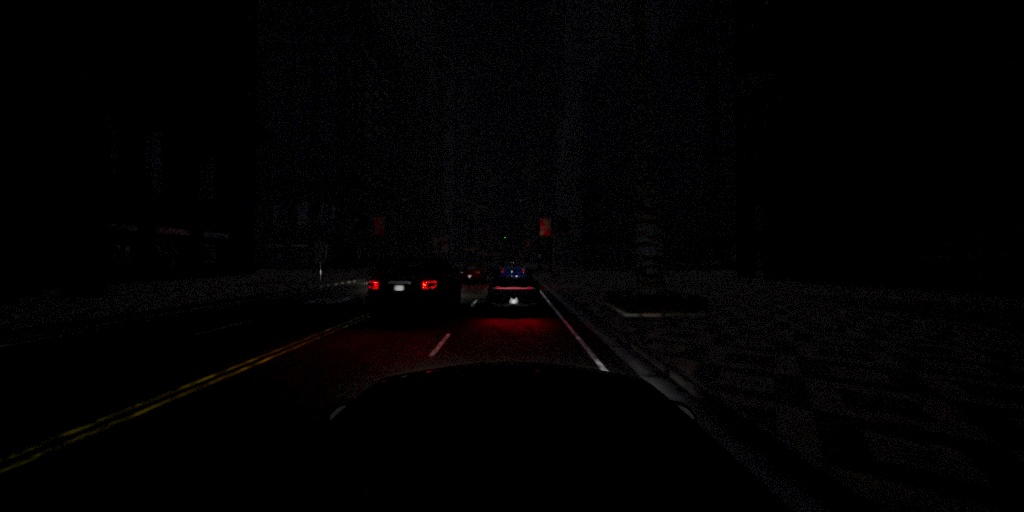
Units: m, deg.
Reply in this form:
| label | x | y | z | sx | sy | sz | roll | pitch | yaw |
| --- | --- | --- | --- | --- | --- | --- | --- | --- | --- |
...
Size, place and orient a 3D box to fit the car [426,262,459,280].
| label | x | y | z | sx | sy | sz | roll | pitch | yaw |
| --- | --- | --- | --- | --- | --- | --- | --- | --- | --- |
| car | -6.567 | 1.368 | 34.330 | 2.128 | 1.511 | 4.902 | 0 | -1 | 0 |

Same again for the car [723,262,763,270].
| label | x | y | z | sx | sy | sz | roll | pitch | yaw |
| --- | --- | --- | --- | --- | --- | --- | --- | --- | --- |
| car | 32.234 | 1.420 | 49.475 | 4.313 | 1.339 | 1.948 | 0 | 0 | -1 |

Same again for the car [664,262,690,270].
| label | x | y | z | sx | sy | sz | roll | pitch | yaw |
| --- | --- | --- | --- | --- | --- | --- | --- | --- | --- |
| car | 26.470 | 1.585 | 57.911 | 4.207 | 1.307 | 1.802 | 0 | 0 | -1 |

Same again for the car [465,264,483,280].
| label | x | y | z | sx | sy | sz | roll | pitch | yaw |
| --- | --- | --- | --- | --- | --- | --- | --- | --- | --- |
| car | -3.174 | 1.370 | 29.284 | 1.812 | 1.442 | 4.674 | 0 | 0 | 1 |

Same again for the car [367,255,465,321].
| label | x | y | z | sx | sy | sz | roll | pitch | yaw |
| --- | --- | --- | --- | --- | --- | --- | --- | --- | --- |
| car | -3.177 | 0.991 | 12.678 | 2.150 | 2.045 | 5.566 | 0 | 0 | -1 |

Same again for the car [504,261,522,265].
| label | x | y | z | sx | sy | sz | roll | pitch | yaw |
| --- | --- | --- | --- | --- | --- | --- | --- | --- | --- |
| car | 0.071 | 1.193 | 28.634 | 2.097 | 1.767 | 4.553 | 0 | 0 | 0 |

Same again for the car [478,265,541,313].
| label | x | y | z | sx | sy | sz | roll | pitch | yaw |
| --- | --- | --- | --- | --- | --- | --- | --- | --- | --- |
| car | 0.072 | 1.266 | 14.057 | 2.128 | 1.511 | 4.902 | 0 | 0 | 0 |
